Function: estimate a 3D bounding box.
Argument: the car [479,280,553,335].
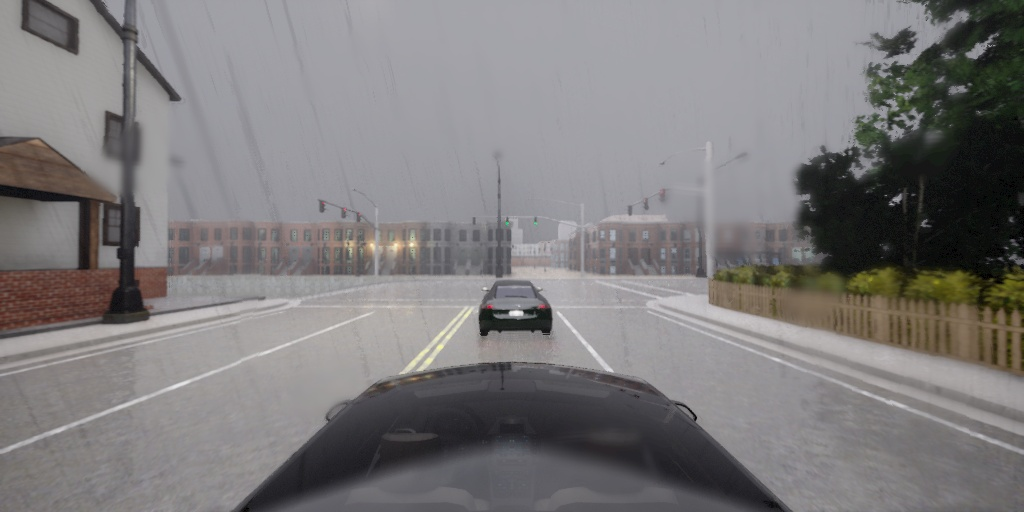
[{"bbox_3d":[0.024,1.428,10.982,1.994,1.385,4.181,0,-1,-2],"label":"car"}]
